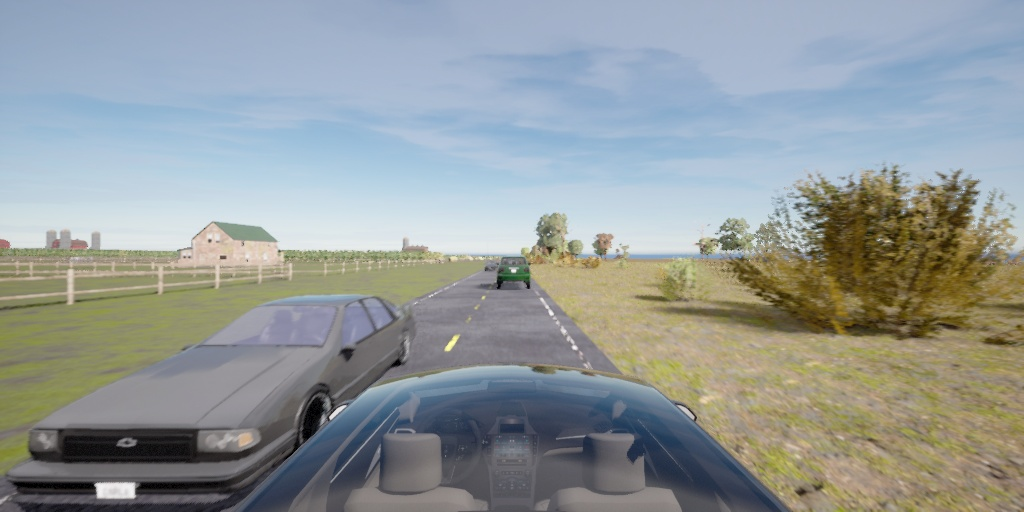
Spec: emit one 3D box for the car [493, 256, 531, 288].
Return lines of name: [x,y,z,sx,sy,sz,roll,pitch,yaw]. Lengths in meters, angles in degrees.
car: [0.104,1.005,24.193,2.150,2.045,5.566,0,0,0]

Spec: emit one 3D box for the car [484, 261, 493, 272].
car: [-2.813,1.384,49.452,1.837,1.490,4.892,0,-1,0]

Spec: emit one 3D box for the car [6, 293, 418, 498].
car: [-2.850,1.298,5.238,2.033,1.411,5.357,0,0,0]
